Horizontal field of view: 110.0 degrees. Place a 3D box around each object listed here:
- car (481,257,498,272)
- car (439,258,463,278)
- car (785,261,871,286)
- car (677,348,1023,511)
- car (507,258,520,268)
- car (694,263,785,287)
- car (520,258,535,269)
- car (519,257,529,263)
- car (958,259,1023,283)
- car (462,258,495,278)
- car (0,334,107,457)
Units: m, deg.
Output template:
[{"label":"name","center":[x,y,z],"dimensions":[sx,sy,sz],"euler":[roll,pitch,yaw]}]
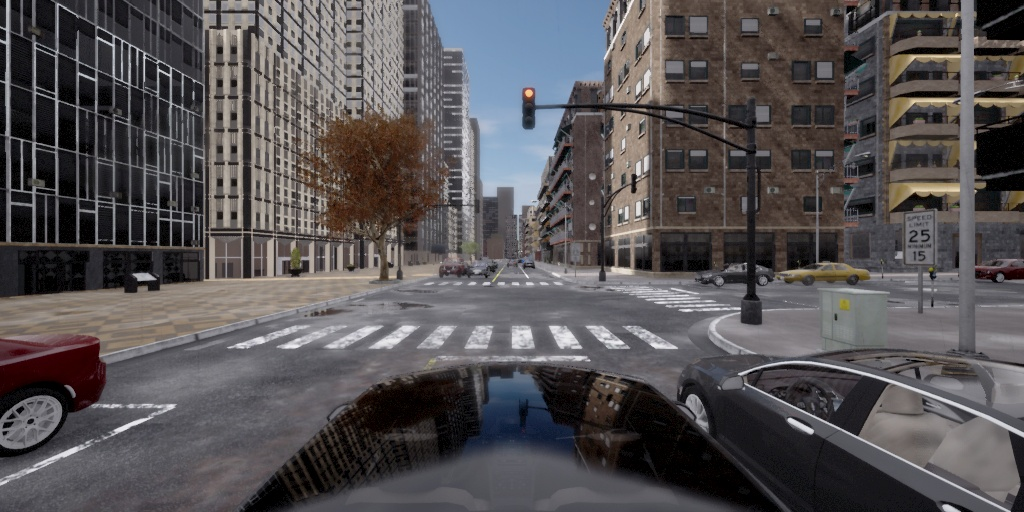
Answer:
[{"label":"car","center":[-3.102,1.124,44.391],"dimensions":[2.097,1.767,4.553],"euler":[0,0,0]},{"label":"car","center":[-5.694,1.079,34.719],"dimensions":[2.192,1.841,5.009],"euler":[0,0,0]},{"label":"car","center":[18.831,0.993,21.804],"dimensions":[4.829,1.417,1.751],"euler":[0,0,-1]},{"label":"car","center":[2.689,1.300,2.332],"dimensions":[2.007,1.370,4.403],"euler":[0,0,0]},{"label":"car","center":[0.098,1.284,64.100],"dimensions":[2.128,1.511,4.902],"euler":[0,0,0]},{"label":"car","center":[13.434,1.095,21.749],"dimensions":[4.403,1.370,2.007],"euler":[0,0,-1]},{"label":"car","center":[2.686,1.349,56.810],"dimensions":[1.948,1.339,4.313],"euler":[0,0,0]},{"label":"car","center":[2.685,1.315,62.503],"dimensions":[1.751,1.417,4.829],"euler":[0,0,0]},{"label":"car","center":[30.135,0.859,21.919],"dimensions":[4.507,1.381,1.888],"euler":[0,0,-1]},{"label":"car","center":[-3.103,1.255,34.209],"dimensions":[2.128,1.511,4.902],"euler":[0,0,0]},{"label":"car","center":[-5.691,1.295,2.331],"dimensions":[1.888,1.381,4.507],"euler":[0,0,0]}]
